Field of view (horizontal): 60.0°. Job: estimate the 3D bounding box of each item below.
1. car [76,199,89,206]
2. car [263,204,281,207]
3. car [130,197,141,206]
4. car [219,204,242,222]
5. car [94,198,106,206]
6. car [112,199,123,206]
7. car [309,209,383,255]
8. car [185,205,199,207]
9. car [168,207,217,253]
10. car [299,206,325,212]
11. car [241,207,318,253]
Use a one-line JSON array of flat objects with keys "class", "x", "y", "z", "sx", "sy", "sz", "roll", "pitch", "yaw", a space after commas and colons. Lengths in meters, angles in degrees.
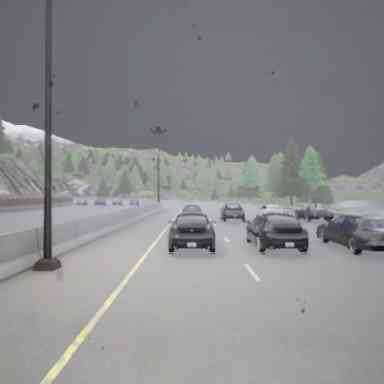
[{"class": "car", "x": -22.343, "y": 2.171, "z": 67.759, "sx": 1.812, "sy": 1.442, "sz": 4.674, "roll": 0, "pitch": -1, "yaw": -8}, {"class": "car", "x": 7.005, "y": 1.808, "z": 29.369, "sx": 1.812, "sy": 1.442, "sz": 4.674, "roll": 0, "pitch": 0, "yaw": 0}, {"class": "car", "x": -12.037, "y": 2.193, "z": 69.813, "sx": 2.128, "sy": 1.511, "sz": 4.902, "roll": 0, "pitch": -1, "yaw": -8}, {"class": "car", "x": 3.504, "y": 1.774, "z": 29.300, "sx": 2.128, "sy": 1.511, "sz": 4.902, "roll": 0, "pitch": 0, "yaw": 0}, {"class": "car", "x": -18.912, "y": 2.007, "z": 68.475, "sx": 2.097, "sy": 1.767, "sz": 4.553, "roll": 0, "pitch": -1, "yaw": -8}, {"class": "car", "x": -15.471, "y": 2.187, "z": 69.129, "sx": 1.812, "sy": 1.442, "sz": 4.674, "roll": 0, "pitch": -1, "yaw": -8}, {"class": "car", "x": 7.001, "y": 1.683, "z": 13.990, "sx": 2.033, "sy": 1.411, "sz": 5.357, "roll": 0, "pitch": -1, "yaw": 0}, {"class": "car", "x": 0.000, "y": 1.826, "z": 28.989, "sx": 2.033, "sy": 1.411, "sz": 5.357, "roll": 0, "pitch": -1, "yaw": 0}, {"class": "car", "x": 0.005, "y": 1.646, "z": 14.318, "sx": 1.837, "sy": 1.490, "sz": 4.892, "roll": 0, "pitch": 0, "yaw": 0}, {"class": "car", "x": 10.501, "y": 1.881, "z": 29.107, "sx": 1.895, "sy": 1.301, "sz": 4.718, "roll": 0, "pitch": -1, "yaw": 0}, {"class": "car", "x": 3.505, "y": 1.646, "z": 14.320, "sx": 1.837, "sy": 1.490, "sz": 4.892, "roll": 0, "pitch": 0, "yaw": 0}]
